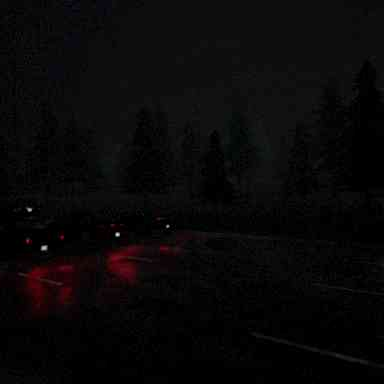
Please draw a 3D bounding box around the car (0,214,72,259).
[{"bbox_3d":[-7.111,1.740,13.260,4.718,1.301,1.895,-1,0,36],"label":"car"}]

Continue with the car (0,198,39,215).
[{"bbox_3d":[-14.714,1.514,27.273,5.566,2.045,2.150,0,0,36],"label":"car"}]

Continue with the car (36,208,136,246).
[{"bbox_3d":[-5.281,1.649,16.257,4.892,1.490,1.837,0,0,36],"label":"car"}]

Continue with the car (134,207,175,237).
[{"bbox_3d":[-3.247,1.635,19.105,4.902,1.511,2.128,-1,0,36],"label":"car"}]
